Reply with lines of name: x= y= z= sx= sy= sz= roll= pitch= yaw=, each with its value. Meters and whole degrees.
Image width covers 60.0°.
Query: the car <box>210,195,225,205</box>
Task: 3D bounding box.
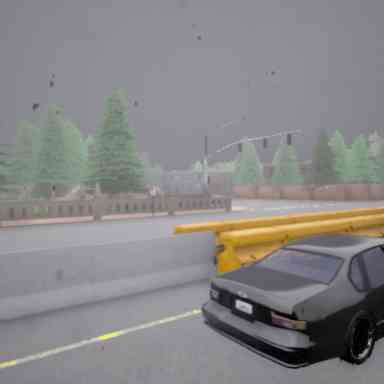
car: x=2.889 y=1.051 z=45.060 sx=2.033 sy=1.411 sz=5.357 roll=-1 pitch=1 yaw=-35

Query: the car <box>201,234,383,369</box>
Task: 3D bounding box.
car: x=2.702 y=1.453 z=5.650 sx=5.357 sy=1.411 sz=2.033 roll=-1 pitch=1 yaw=-35
